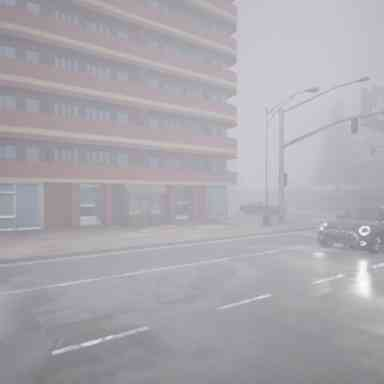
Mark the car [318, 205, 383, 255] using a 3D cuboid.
[{"bbox_3d":[7.144,1.352,13.453,4.553,1.767,2.097,0,0,-36],"label":"car"}]

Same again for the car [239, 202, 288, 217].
[{"bbox_3d":[6.844,1.601,32.043,1.895,1.301,4.718,0,0,-36],"label":"car"}]
